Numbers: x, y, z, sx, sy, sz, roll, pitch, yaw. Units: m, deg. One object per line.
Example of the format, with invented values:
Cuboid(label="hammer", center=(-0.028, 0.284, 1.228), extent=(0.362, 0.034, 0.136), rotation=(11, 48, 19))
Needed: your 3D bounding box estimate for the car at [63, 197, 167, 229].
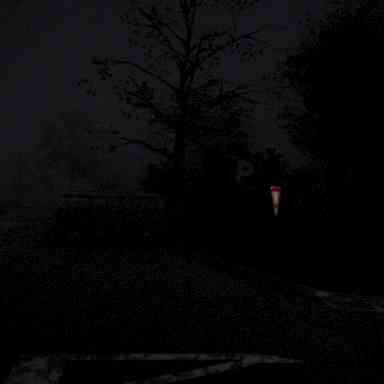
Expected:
Cuboid(label="car", center=(-4.199, 1.140, 18.537), extent=(5.366, 1.575, 1.946), rotation=(1, 0, -13))

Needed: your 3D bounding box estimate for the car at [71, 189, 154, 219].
Cuboid(label="car", center=(-5.662, 0.853, 24.066), extent=(5.566, 2.045, 2.435), rotation=(1, 0, -13))

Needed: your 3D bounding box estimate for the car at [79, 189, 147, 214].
Cuboid(label="car", center=(-6.890, 0.853, 29.389), extent=(5.566, 2.045, 2.435), rotation=(1, 0, -13))

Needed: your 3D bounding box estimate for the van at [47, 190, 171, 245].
Cuboid(label="van", center=(-3.289, 0.971, 13.147), extent=(4.442, 1.987, 1.878), rotation=(1, 0, -13))

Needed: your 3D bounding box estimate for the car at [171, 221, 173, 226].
Cuboid(label="car", center=(-3.614, 1.166, 15.941), extent=(5.366, 1.575, 1.946), rotation=(1, 0, -13))
